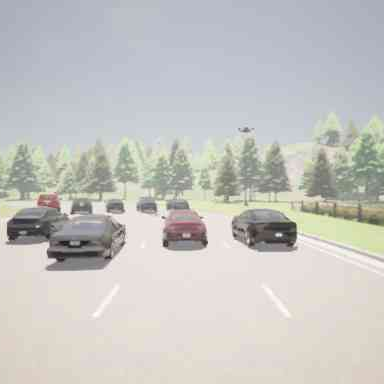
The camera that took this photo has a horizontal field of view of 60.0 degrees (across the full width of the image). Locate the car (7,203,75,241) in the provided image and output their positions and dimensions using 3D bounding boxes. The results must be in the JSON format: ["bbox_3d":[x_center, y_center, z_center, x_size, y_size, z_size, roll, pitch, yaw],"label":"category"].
[{"bbox_3d":[-7.610,1.512,16.840,1.837,1.490,4.892,1,0,-6],"label":"car"}]

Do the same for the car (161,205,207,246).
[{"bbox_3d":[-0.428,1.532,15.241,1.812,1.442,4.674,0,0,-5],"label":"car"}]

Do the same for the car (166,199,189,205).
[{"bbox_3d":[-1.735,1.508,38.605,2.128,1.511,4.902,0,0,-18],"label":"car"}]

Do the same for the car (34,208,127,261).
[{"bbox_3d":[-3.616,1.553,12.278,2.033,1.411,5.357,0,0,-4],"label":"car"}]

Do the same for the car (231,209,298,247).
[{"bbox_3d":[3.081,1.484,15.132,1.882,1.535,5.008,0,0,-5],"label":"car"}]

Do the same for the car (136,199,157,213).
[{"bbox_3d":[-5.266,1.521,38.201,1.837,1.490,4.892,1,0,-19],"label":"car"}]

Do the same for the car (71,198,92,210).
[{"bbox_3d":[-11.789,1.368,35.575,2.097,1.767,4.553,0,0,-18],"label":"car"}]

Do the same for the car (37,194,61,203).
[{"bbox_3d":[-15.535,1.236,36.123,2.150,2.045,5.566,0,0,-20],"label":"car"}]

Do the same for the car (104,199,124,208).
[{"bbox_3d":[-8.935,1.521,38.157,1.837,1.490,4.892,1,0,-19],"label":"car"}]
